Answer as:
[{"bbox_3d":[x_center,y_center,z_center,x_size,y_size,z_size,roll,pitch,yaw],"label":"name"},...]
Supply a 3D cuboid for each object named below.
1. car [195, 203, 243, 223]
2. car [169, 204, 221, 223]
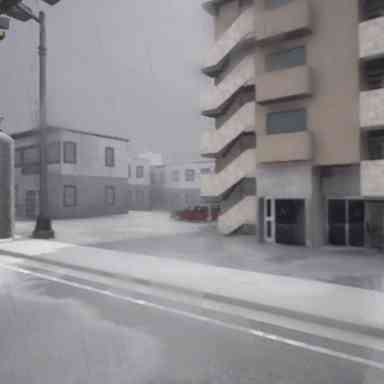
[{"bbox_3d":[2.439,1.872,30.699,3.988,1.617,1.851,1,0,35],"label":"car"},{"bbox_3d":[0.609,1.862,28.318,5.357,1.415,2.033,0,0,35],"label":"car"}]
